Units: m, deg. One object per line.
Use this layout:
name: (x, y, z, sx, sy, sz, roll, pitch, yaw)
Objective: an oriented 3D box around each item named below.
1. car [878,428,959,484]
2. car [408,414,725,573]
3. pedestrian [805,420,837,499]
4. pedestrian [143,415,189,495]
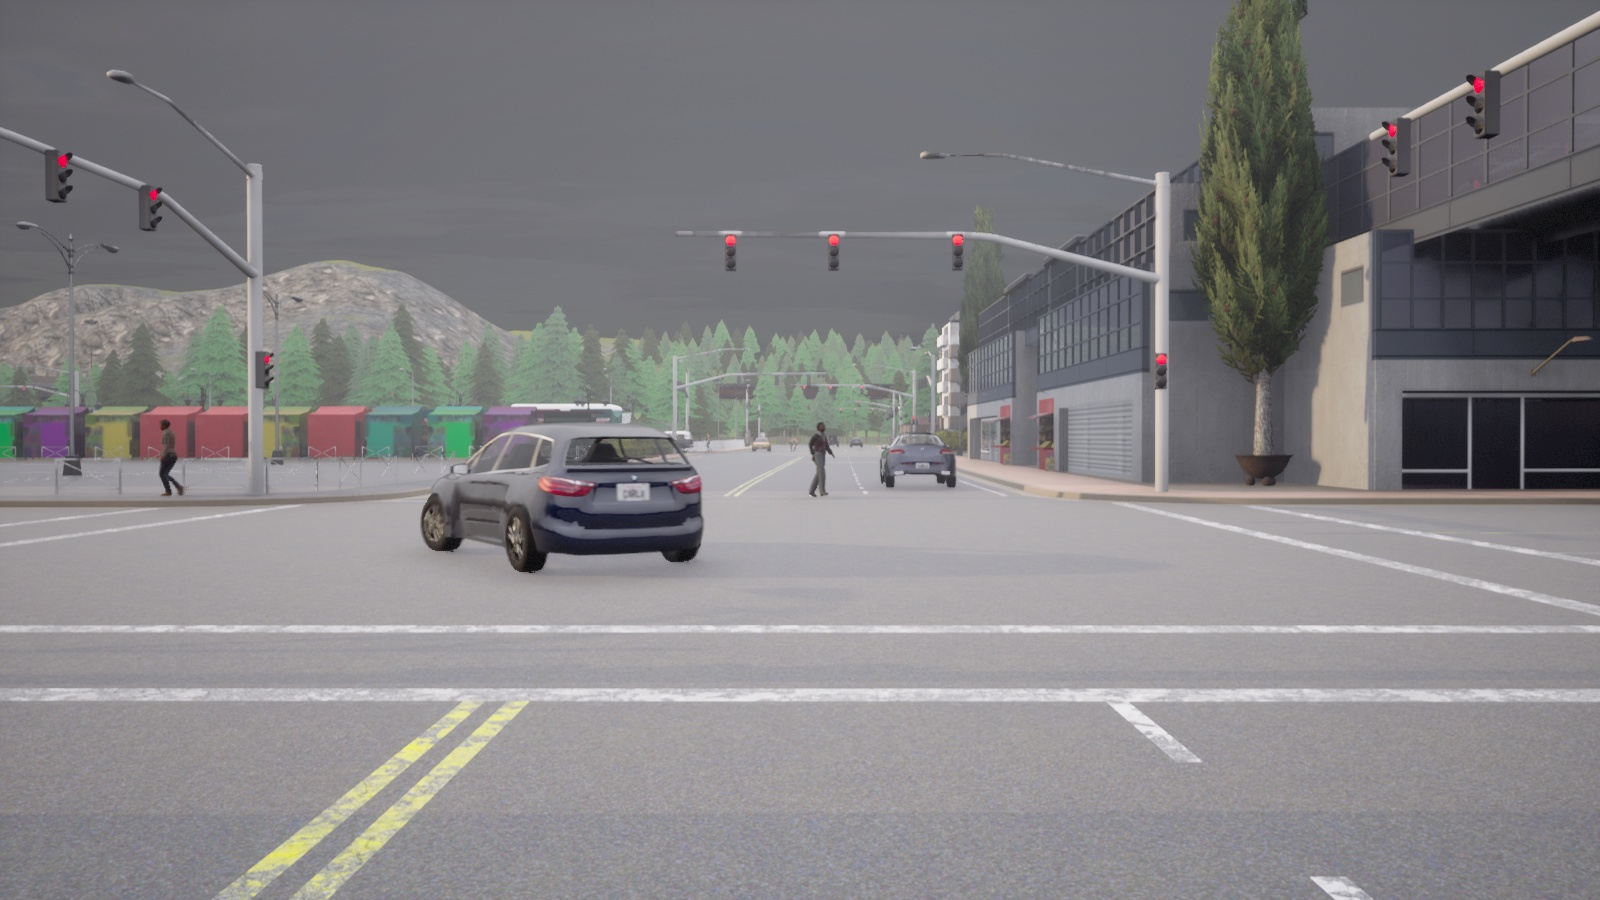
car: (3.607, 0.148, 39.030, 2.152, 1.651, 5.027, 0, 1, 1)
car: (-3.084, 0.435, 15.681, 2.242, 1.667, 4.611, 0, 1, -34)
pedestrian: (0.508, 0.227, 30.663, 0.666, 1.930, 0.402, 0, 1, 35)
pedestrian: (-14.400, 0.115, 28.527, 0.869, 1.805, 0.328, 0, 1, -1)
